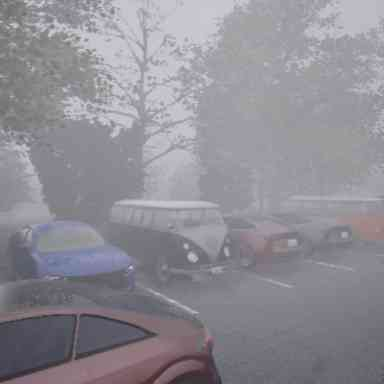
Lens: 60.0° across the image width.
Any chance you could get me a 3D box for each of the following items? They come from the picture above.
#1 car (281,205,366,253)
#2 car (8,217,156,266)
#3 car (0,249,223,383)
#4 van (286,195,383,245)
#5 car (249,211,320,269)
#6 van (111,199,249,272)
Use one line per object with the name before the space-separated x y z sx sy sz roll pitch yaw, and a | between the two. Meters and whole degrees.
car | 3.582 1.437 12.652 2.163 1.488 4.792 0 0 -35
car | -3.061 1.461 7.884 2.097 1.535 5.008 -1 0 -35
car | -1.773 1.563 2.727 4.181 1.385 1.994 -1 0 -36
van | 5.786 1.174 14.333 1.878 1.987 4.442 0 0 -36
car | 1.433 1.449 11.120 2.163 1.488 4.792 0 0 -35
van | -0.729 1.213 9.408 1.878 1.987 4.442 0 0 -36
